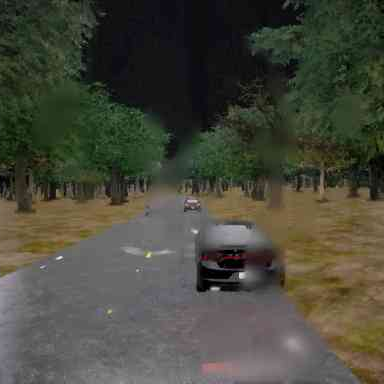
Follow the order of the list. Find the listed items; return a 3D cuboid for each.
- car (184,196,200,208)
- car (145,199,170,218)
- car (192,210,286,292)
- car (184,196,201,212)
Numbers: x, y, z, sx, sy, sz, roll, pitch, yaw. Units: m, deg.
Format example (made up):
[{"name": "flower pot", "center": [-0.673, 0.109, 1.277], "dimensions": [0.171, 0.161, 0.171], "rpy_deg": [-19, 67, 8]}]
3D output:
[{"name": "car", "center": [-0.029, 1.368, 47.170], "dimensions": [2.128, 1.511, 4.902], "rpy_deg": [0, 0, 0]}, {"name": "car", "center": [-3.048, 1.461, 29.949], "dimensions": [1.837, 1.490, 4.892], "rpy_deg": [0, 0, 0]}, {"name": "car", "center": [1.036, 1.477, 8.956], "dimensions": [1.882, 1.535, 5.008], "rpy_deg": [0, 0, 0]}, {"name": "car", "center": [0.047, 1.453, 37.048], "dimensions": [1.812, 1.442, 4.674], "rpy_deg": [0, 0, 0]}]
